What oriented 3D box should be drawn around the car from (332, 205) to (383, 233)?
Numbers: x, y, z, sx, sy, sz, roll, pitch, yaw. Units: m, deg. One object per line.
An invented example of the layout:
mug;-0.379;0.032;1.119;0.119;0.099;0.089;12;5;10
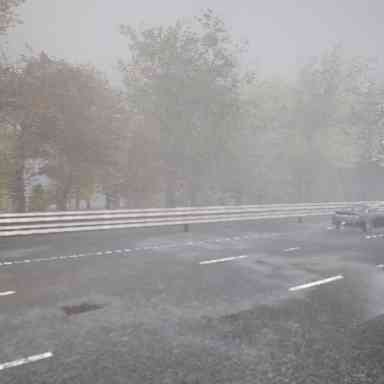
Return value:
car;10.301;1.503;19.695;4.902;1.511;2.128;0;0;-36
